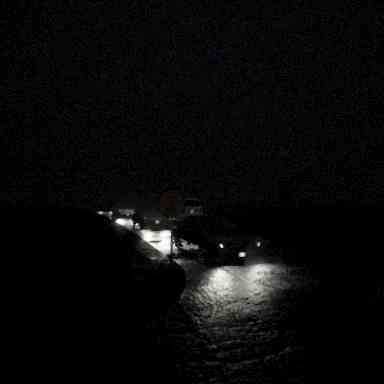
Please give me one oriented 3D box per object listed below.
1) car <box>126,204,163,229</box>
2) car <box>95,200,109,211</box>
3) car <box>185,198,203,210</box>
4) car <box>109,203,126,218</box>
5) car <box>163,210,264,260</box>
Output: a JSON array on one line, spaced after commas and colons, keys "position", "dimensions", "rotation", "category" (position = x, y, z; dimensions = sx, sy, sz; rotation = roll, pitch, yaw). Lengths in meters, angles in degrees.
[{"position": [-3.059, 1.704, 23.733], "dimensions": [2.128, 1.511, 4.902], "rotation": [1, -1, -20], "category": "car"}, {"position": [-13.017, 1.968, 48.669], "dimensions": [1.837, 1.490, 4.892], "rotation": [1, -1, -25], "category": "car"}, {"position": [-0.933, 1.509, 26.374], "dimensions": [2.150, 2.045, 5.566], "rotation": [1, -1, -20], "category": "car"}, {"position": [-6.999, 1.920, 34.224], "dimensions": [1.895, 1.301, 4.718], "rotation": [1, -1, -22], "category": "car"}, {"position": [0.683, 1.651, 13.186], "dimensions": [2.033, 1.411, 5.357], "rotation": [1, -1, -21], "category": "car"}]
